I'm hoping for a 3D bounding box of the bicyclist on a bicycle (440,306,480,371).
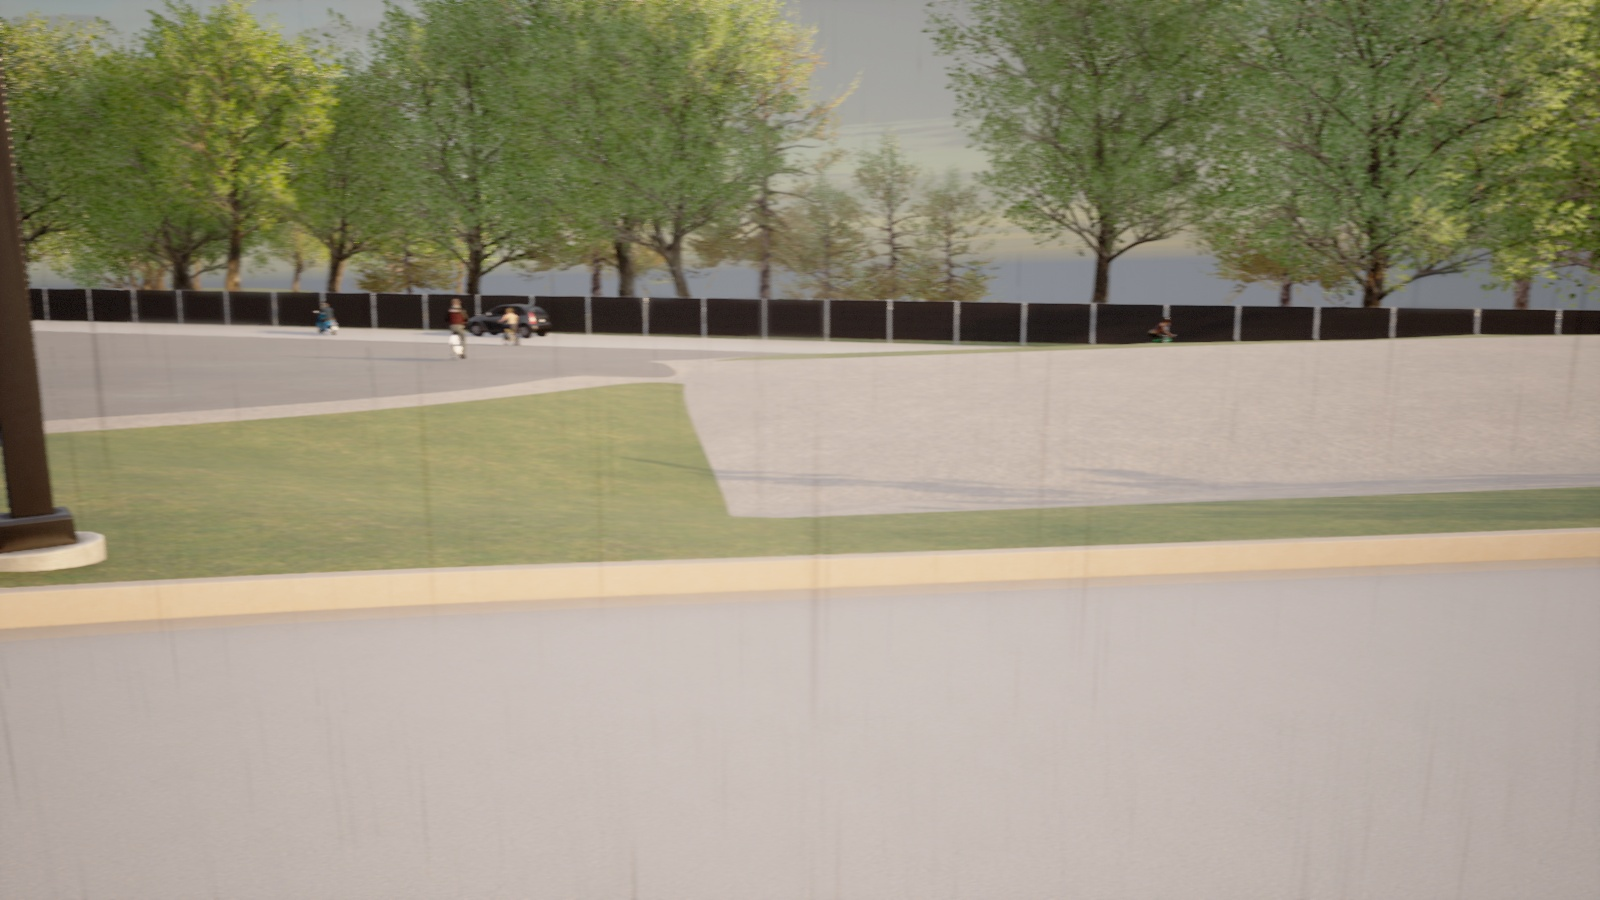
[{"bbox_3d":[-9.731,-3.213,35.992,0.659,1.776,1.843,-2,6,-3],"label":"bicyclist on a bicycle"}]

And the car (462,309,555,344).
[{"bbox_3d":[-14.328,-6.086,61.825,3.988,1.617,1.851,2,9,19],"label":"car"}]

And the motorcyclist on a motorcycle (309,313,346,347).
[{"bbox_3d":[-23.390,-5.951,62.179,1.817,1.590,0.866,7,13,43],"label":"motorcyclist on a motorcycle"}]
